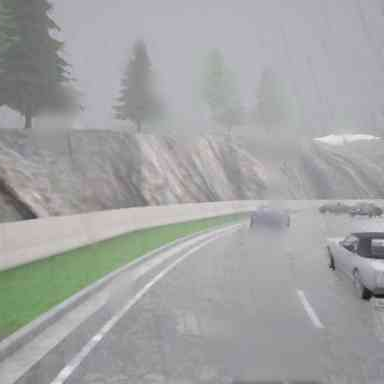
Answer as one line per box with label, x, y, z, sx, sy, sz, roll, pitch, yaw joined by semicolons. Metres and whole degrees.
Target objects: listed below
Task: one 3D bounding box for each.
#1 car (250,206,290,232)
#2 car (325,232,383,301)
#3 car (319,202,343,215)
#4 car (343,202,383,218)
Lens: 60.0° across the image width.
car;4.892;1.567;20.591;1.812;1.442;4.674;0;0;24
car;4.671;1.640;8.223;1.895;1.301;4.718;0;0;11
car;15.443;1.730;35.647;1.895;1.301;4.718;0;0;45
car;16.588;1.686;31.594;2.033;1.411;5.357;0;0;43
